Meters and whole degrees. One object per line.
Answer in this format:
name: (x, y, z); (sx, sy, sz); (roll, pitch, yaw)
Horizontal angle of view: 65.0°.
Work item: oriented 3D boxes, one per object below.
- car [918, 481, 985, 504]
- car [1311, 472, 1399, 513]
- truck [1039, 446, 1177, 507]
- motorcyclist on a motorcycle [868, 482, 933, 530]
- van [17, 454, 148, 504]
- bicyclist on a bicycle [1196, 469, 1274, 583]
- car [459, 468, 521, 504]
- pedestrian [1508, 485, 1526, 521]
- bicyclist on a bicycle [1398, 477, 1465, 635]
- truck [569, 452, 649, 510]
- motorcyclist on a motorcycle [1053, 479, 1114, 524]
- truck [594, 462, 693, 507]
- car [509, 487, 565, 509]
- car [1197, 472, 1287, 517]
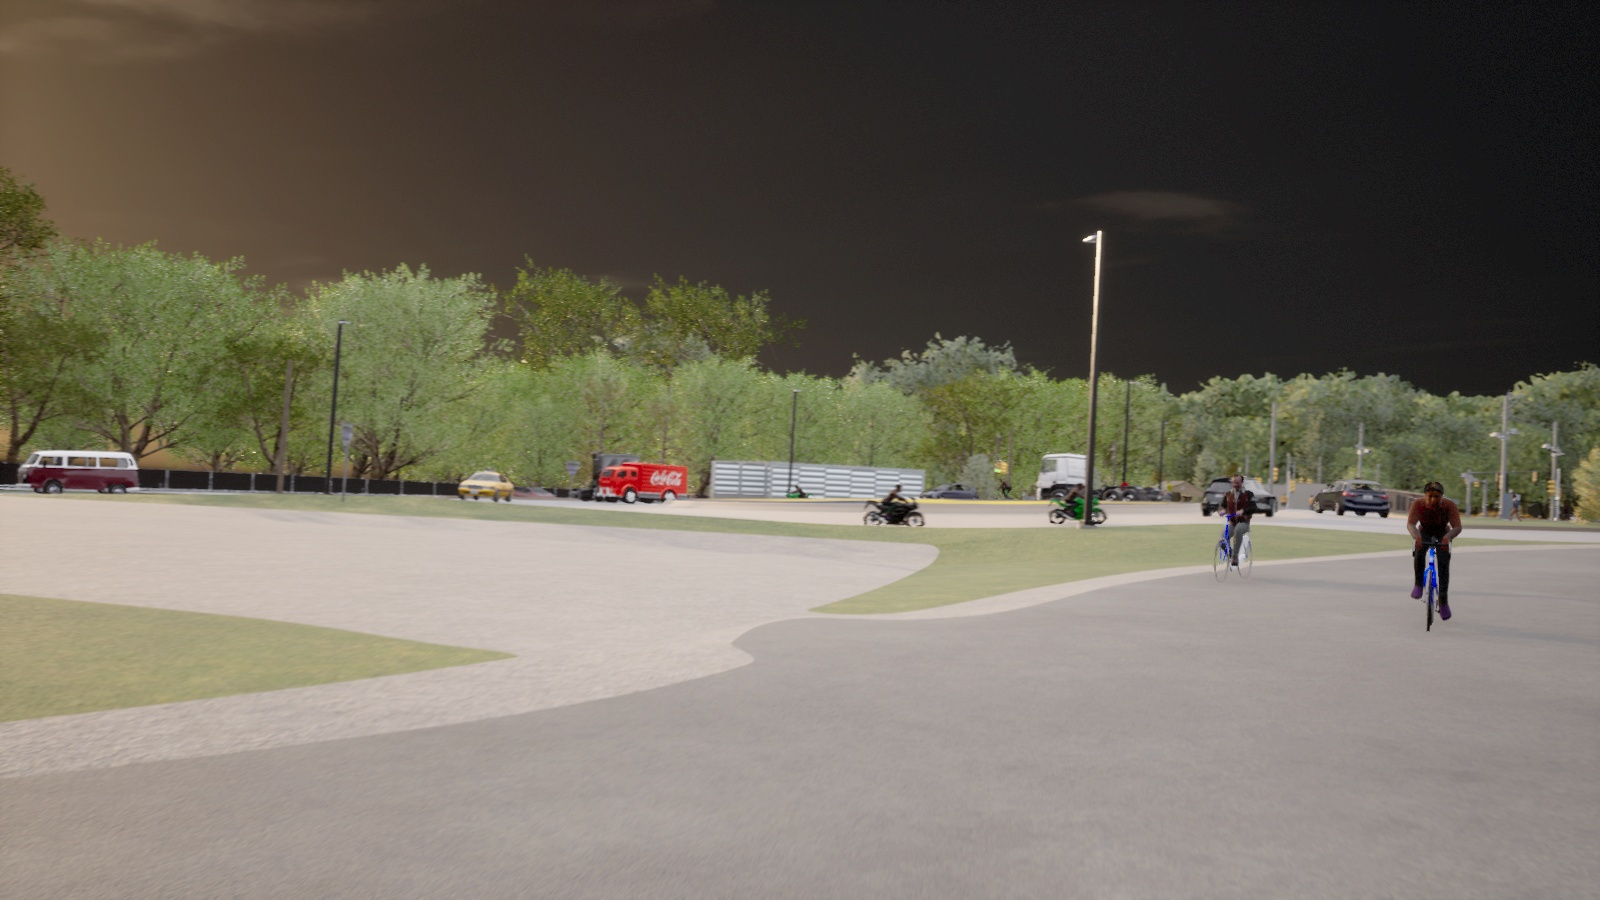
car: (10.108, 2.879, 83.864); (4.193, 1.474, 1.816); (2, -3, -32)
car: (25.487, 1.914, 57.882); (2.242, 1.667, 4.611); (3, -1, 5)
truck: (18.860, 1.704, 77.286); (2.891, 3.462, 7.936); (5, -5, -43)
motorcyclist on a motorcycle: (3.315, 1.836, 41.193); (2.044, 1.523, 0.797); (0, -4, 10)
van: (-30.799, 1.286, 53.990); (4.480, 2.038, 2.069); (3, -3, -43)
bicyclist on a bicycle: (7.161, 1.219, 20.634); (0.659, 1.776, 1.843); (0, -2, 38)
car: (-15.002, 1.797, 61.012); (1.801, 1.575, 5.366); (3, -3, -2)
pedestrian: (40.177, 2.973, 70.355); (0.788, 1.949, 0.423); (1, -3, 36)
bicyclist on a bicycle: (7.014, 1.114, 13.906); (0.582, 1.620, 1.656); (1, 0, 28)
truck: (-13.098, 2.198, 85.668); (2.891, 3.462, 7.936); (2, -5, -28)
motorcyclist on a motorcycle: (10.062, 1.823, 44.491); (2.044, 1.523, 0.797); (-2, 0, 15)
truck: (-9.332, 2.070, 75.195); (5.204, 2.467, 2.627); (4, -3, -42)
car: (-19.813, 3.605, 94.496); (2.007, 1.525, 4.514); (3, -2, -44)
car: (17.999, 1.747, 50.997); (2.033, 1.649, 4.856); (2, 1, 37)
